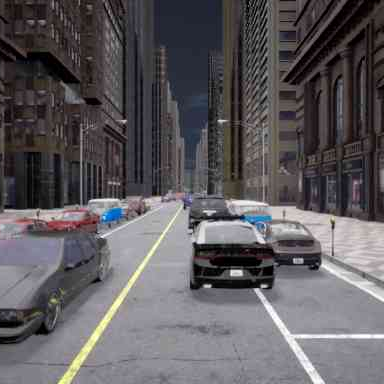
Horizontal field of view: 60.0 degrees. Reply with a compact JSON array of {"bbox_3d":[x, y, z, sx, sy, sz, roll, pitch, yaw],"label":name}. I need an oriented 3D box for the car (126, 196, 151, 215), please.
[{"bbox_3d":[-5.793,1.323,33.249,2.192,1.841,5.009,0,0,0],"label":"car"}]

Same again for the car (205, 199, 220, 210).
[{"bbox_3d":[2.722,1.594,44.507,1.802,1.307,4.206,0,0,0],"label":"car"}]

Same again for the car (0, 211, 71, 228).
[{"bbox_3d":[-5.772,1.546,10.776,1.887,1.381,4.507,0,0,0],"label":"car"}]

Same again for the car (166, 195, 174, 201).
[{"bbox_3d":[-5.845,1.593,89.433,1.887,1.381,4.507,0,0,0],"label":"car"}]

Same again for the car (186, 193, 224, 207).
[{"bbox_3d":[0.883,1.228,19.190,2.150,2.045,5.566,0,0,0],"label":"car"}]

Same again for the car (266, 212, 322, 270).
[{"bbox_3d":[2.753,1.552,10.794,2.008,1.369,4.403,0,0,0],"label":"car"}]

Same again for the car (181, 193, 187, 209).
[{"bbox_3d":[-0.030,1.233,44.488,2.150,2.045,5.566,0,0,0],"label":"car"}]

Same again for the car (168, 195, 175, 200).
[{"bbox_3d":[-5.850,1.620,95.052,1.947,1.339,4.313,0,0,0],"label":"car"}]

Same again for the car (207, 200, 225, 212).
[{"bbox_3d":[2.727,1.592,38.889,1.802,1.307,4.206,0,0,0],"label":"car"}]

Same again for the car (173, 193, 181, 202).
[{"bbox_3d":[-3.071,1.259,77.281,2.150,2.045,5.566,0,0,0],"label":"car"}]

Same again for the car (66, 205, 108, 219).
[{"bbox_3d":[-5.777,1.548,16.394,1.887,1.381,4.507,0,0,0],"label":"car"}]

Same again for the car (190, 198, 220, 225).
[{"bbox_3d":[0.876,1.357,25.130,2.097,1.767,4.553,0,0,0],"label":"car"}]

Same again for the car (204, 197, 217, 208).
[{"bbox_3d":[2.716,1.540,50.296,1.752,1.417,4.829,0,0,0],"label":"car"}]

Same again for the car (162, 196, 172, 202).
[{"bbox_3d":[-5.834,1.604,78.197,1.947,1.339,4.313,0,0,0],"label":"car"}]

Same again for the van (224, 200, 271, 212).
[{"bbox_3d":[2.748,1.344,16.413,1.690,1.788,3.998,0,0,0],"label":"van"}]

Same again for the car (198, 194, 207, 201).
[{"bbox_3d":[2.685,1.358,83.839,2.192,1.841,5.009,0,0,0],"label":"car"}]

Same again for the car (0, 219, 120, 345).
[{"bbox_3d":[-3.106,1.548,6.960,2.033,1.411,5.357,0,0,0],"label":"car"}]

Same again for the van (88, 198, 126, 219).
[{"bbox_3d":[-5.782,1.346,22.013,1.690,1.788,3.998,0,0,0],"label":"van"}]

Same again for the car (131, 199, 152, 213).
[{"bbox_3d":[-5.798,1.535,38.698,1.752,1.417,4.829,0,0,0],"label":"car"}]

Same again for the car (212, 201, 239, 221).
[{"bbox_3d":[2.737,1.532,27.821,1.752,1.417,4.829,0,0,0],"label":"car"}]

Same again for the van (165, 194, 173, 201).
[{"bbox_3d":[-5.840,1.384,83.815,1.690,1.788,3.998,0,0,0],"label":"van"}]

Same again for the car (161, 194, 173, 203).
[{"bbox_3d":[-5.829,1.615,72.578,1.802,1.307,4.206,0,0,0],"label":"car"}]

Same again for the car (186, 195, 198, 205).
[{"bbox_3d":[-0.054,1.374,58.802,2.097,1.767,4.553,0,0,0],"label":"car"}]

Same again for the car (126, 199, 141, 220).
[{"bbox_3d":[-5.788,1.557,27.631,2.008,1.369,4.403,0,0,0],"label":"car"}]

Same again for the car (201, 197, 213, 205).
[{"bbox_3d":[2.706,1.590,61.364,1.947,1.339,4.313,0,0,0],"label":"car"}]

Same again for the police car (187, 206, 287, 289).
[{"bbox_3d":[0.892,1.426,9.270,1.930,1.638,5.238,0,0,0],"label":"police car"}]
